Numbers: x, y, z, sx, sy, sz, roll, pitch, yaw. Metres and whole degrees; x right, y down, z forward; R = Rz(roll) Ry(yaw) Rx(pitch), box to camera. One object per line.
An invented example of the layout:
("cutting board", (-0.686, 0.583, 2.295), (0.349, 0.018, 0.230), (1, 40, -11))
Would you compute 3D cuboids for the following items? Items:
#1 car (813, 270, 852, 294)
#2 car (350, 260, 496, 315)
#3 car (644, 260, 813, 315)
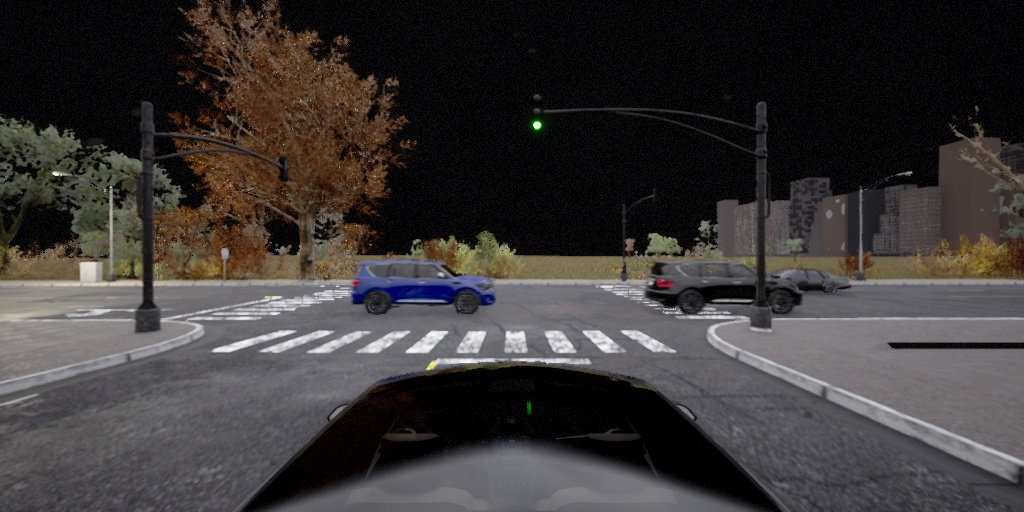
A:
("car", (16.352, 1.435, 20.754), (5.357, 1.411, 2.033), (0, 0, 1))
("car", (-3.433, 1.180, 14.228), (5.566, 2.045, 2.150), (0, 0, 0))
("car", (8.175, 1.175, 14.235), (5.566, 2.045, 2.150), (0, 0, 0))
